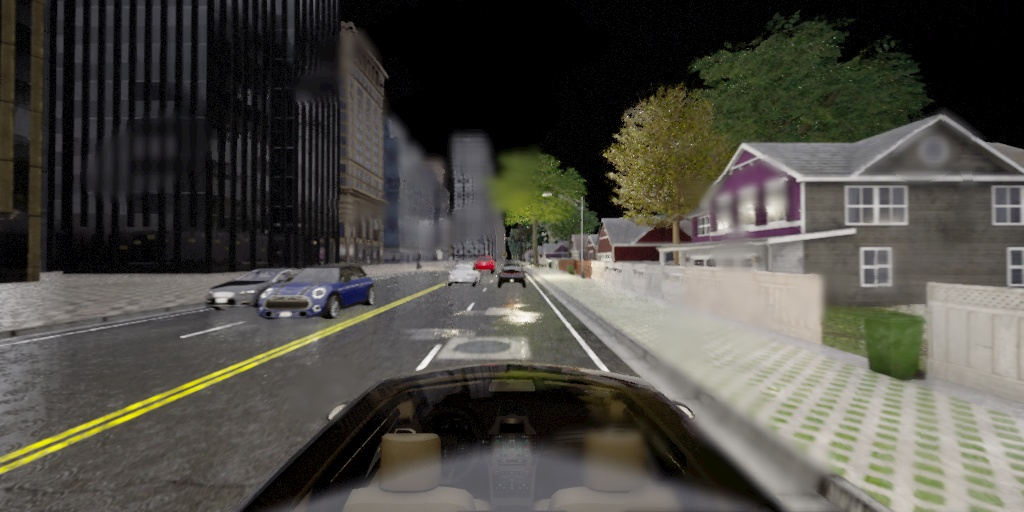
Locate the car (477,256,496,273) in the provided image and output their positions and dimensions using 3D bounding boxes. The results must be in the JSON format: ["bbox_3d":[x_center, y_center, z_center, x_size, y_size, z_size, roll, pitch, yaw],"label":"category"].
[{"bbox_3d":[-3.175,1.023,43.664,2.150,2.045,5.566,0,0,0],"label":"car"}]

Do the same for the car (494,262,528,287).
[{"bbox_3d":[0.016,1.274,24.501,1.837,1.490,4.892,0,0,1],"label":"car"}]

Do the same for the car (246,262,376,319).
[{"bbox_3d":[-6.591,1.109,12.687,2.097,1.767,4.553,0,0,0],"label":"car"}]

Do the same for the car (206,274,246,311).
[{"bbox_3d":[-9.835,1.251,14.631,2.128,1.511,4.902,0,0,0],"label":"car"}]

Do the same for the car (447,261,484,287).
[{"bbox_3d":[-3.236,1.295,24.870,1.812,1.442,4.674,0,0,0],"label":"car"}]
